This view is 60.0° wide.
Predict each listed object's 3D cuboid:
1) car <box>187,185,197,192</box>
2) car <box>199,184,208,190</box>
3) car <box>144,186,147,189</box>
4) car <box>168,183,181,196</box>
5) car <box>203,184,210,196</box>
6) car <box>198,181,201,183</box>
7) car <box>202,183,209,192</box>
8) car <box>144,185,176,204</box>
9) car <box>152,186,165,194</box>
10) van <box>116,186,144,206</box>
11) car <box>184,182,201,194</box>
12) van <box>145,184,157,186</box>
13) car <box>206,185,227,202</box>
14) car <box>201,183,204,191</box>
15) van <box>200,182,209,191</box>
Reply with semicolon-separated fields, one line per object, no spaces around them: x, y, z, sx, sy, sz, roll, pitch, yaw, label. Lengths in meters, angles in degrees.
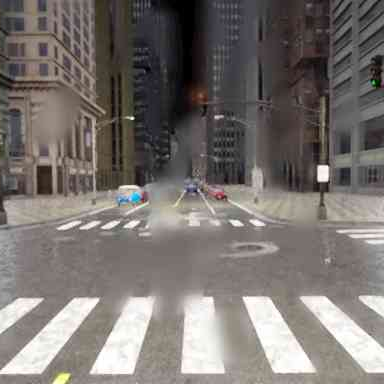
0.008;-0.712;65.616;1.994;1.385;4.181;-1;2;0;car
2.772;-1.249;80.096;2.008;1.369;4.403;-1;2;0;car
-5.766;0.338;35.938;1.887;1.381;4.507;-1;2;0;car
-3.044;-0.222;50.984;1.812;1.442;4.674;0;2;0;car
2.786;0.072;41.440;1.887;1.381;4.507;-1;2;0;car
2.773;-1.106;69.043;2.192;1.841;5.009;-1;2;0;car
2.784;-0.118;46.962;1.887;1.381;4.507;-1;2;0;car
-3.077;0.362;33.022;2.128;1.511;4.902;-1;2;0;car
-5.766;-0.384;58.026;1.802;1.307;4.206;-1;2;0;car
-5.769;0.326;30.409;1.690;1.788;3.998;-1;2;0;van
0.008;-0.443;55.200;1.882;1.535;5.008;-1;2;0;car
-5.769;-0.245;46.974;1.690;1.788;3.998;-1;2;0;van
2.788;0.263;35.918;1.887;1.381;4.507;-1;2;0;car
2.782;-0.332;52.654;1.752;1.417;4.829;-1;2;0;car
2.771;-1.269;74.566;1.690;1.788;3.998;-1;2;0;van
